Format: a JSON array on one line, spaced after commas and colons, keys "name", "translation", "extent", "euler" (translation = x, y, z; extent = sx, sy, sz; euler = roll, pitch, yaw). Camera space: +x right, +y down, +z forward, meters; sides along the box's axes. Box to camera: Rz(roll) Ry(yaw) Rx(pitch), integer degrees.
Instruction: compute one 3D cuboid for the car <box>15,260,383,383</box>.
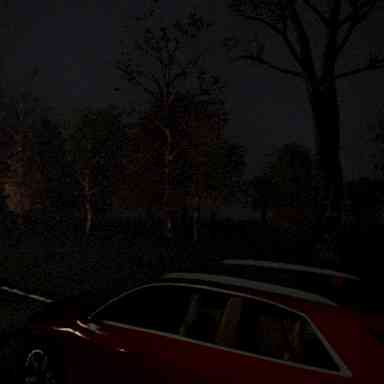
[{"name": "car", "translation": [0.126, 1.562, 3.517], "extent": [4.856, 1.649, 2.033], "euler": [-2, -4, 35]}]
